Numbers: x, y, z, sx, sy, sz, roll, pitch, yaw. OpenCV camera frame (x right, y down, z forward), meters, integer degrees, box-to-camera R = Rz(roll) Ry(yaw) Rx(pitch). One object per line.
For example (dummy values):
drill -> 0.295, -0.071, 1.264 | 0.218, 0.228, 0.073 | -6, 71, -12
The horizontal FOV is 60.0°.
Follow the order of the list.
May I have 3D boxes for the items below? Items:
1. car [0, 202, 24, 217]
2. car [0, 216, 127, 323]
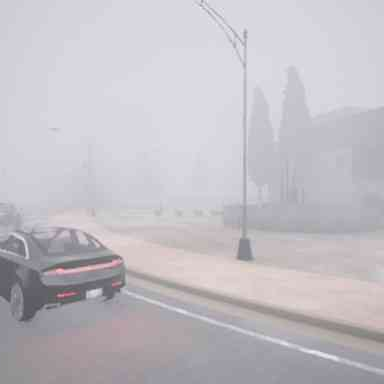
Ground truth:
car -> -12.207, 1.425, 21.651 | 2.097, 1.767, 4.553 | 0, 0, -23
car -> -3.376, 1.522, 7.395 | 2.128, 1.511, 4.902 | 0, 0, -45
